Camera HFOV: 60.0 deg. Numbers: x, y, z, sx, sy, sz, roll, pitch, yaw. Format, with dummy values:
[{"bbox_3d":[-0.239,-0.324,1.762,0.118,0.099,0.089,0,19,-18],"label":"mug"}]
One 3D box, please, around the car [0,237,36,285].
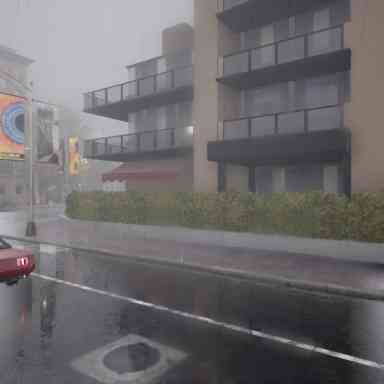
[{"bbox_3d":[-5.991,1.601,8.255,4.718,1.301,1.895,0,0,35],"label":"car"}]
